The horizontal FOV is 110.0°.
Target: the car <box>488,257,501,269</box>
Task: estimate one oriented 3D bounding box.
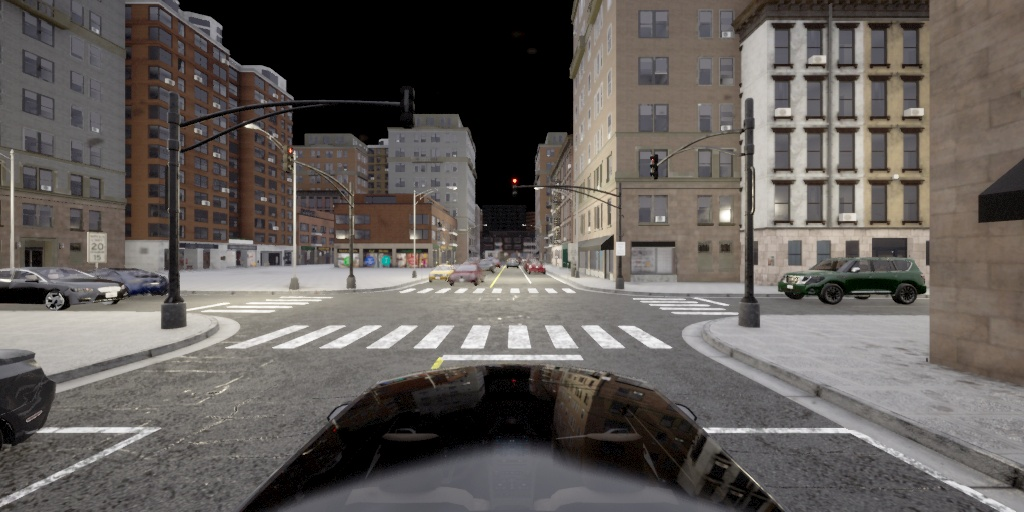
[{"bbox_3d":[-2.780,1.230,57.389,1.882,1.535,5.008,0,0,1],"label":"car"}]

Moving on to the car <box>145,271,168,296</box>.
[{"bbox_3d":[-18.412,1.230,16.413,4.181,1.385,1.994,0,0,-2],"label":"car"}]

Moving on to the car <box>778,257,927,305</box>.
[{"bbox_3d":[15.349,1.056,16.324,5.566,2.045,2.150,0,0,-2],"label":"car"}]

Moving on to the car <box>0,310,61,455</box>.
[{"bbox_3d":[-5.388,1.300,1.673,2.007,1.370,4.403,0,0,0],"label":"car"}]

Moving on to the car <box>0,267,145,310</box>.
[{"bbox_3d":[-17.278,1.162,13.342,4.902,1.511,2.128,0,0,2],"label":"car"}]

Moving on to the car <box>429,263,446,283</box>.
[{"bbox_3d":[-5.378,1.276,28.349,1.751,1.417,4.829,0,0,0],"label":"car"}]

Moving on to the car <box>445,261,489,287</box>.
[{"bbox_3d":[-3.023,1.276,24.946,1.812,1.442,4.674,0,0,4],"label":"car"}]

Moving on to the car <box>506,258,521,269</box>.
[{"bbox_3d":[0.115,1.317,58.569,1.994,1.385,4.181,0,0,1],"label":"car"}]

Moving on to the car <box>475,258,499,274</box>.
[{"bbox_3d":[-2.832,1.258,40.457,1.837,1.490,4.892,0,0,0],"label":"car"}]

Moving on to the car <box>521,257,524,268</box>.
[{"bbox_3d":[2.654,1.066,45.501,2.192,1.841,5.009,0,0,0],"label":"car"}]

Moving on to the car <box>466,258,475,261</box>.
[{"bbox_3d":[-5.372,1.302,45.505,2.007,1.370,4.403,0,0,0],"label":"car"}]

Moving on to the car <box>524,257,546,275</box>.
[{"bbox_3d":[2.651,1.191,39.839,1.967,1.591,4.097,0,0,0],"label":"car"}]
